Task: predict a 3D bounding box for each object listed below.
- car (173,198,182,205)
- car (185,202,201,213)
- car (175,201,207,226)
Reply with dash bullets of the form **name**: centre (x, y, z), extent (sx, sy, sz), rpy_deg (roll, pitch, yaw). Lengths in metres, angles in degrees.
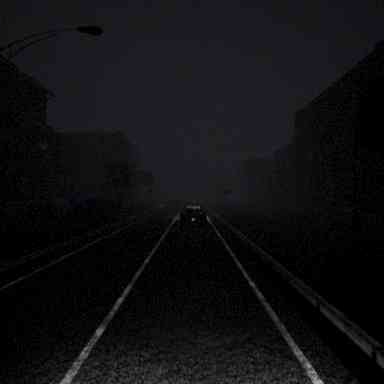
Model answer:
- **car**: centre (-3.039, 2.016, 70.948), extent (1.895, 1.301, 4.718), rpy_deg (0, 0, 0)
- **car**: centre (0.077, 1.876, 41.467), extent (1.895, 1.301, 4.718), rpy_deg (0, -1, 0)
- **car**: centre (0.086, 1.645, 24.546), extent (2.128, 1.511, 4.902), rpy_deg (0, -1, 0)
